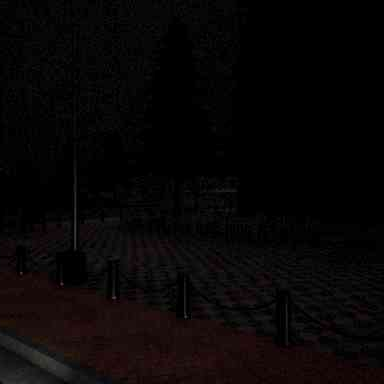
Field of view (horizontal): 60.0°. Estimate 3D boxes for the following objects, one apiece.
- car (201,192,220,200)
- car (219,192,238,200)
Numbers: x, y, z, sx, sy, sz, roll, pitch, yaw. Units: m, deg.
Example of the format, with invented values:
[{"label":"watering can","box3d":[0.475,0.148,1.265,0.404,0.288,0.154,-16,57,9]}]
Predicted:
[{"label":"car","box3d":[5.235,1.384,91.415,3.806,1.475,1.970,0,0,35]},{"label":"car","box3d":[9.593,1.374,84.710,3.633,1.501,1.845,0,0,35]}]
